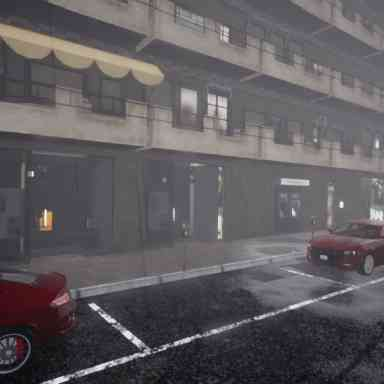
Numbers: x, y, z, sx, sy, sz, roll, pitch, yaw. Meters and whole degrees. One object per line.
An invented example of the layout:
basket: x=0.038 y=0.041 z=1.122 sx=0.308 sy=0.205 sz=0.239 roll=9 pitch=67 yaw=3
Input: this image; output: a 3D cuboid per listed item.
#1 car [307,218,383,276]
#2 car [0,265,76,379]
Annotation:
car: x=5.443 y=1.548 z=10.405 sx=4.507 sy=1.381 sz=1.887 roll=0 pitch=1 yaw=-35
car: x=-3.600 y=1.582 z=3.978 sx=4.206 sy=1.307 sz=1.802 roll=0 pitch=1 yaw=-35
